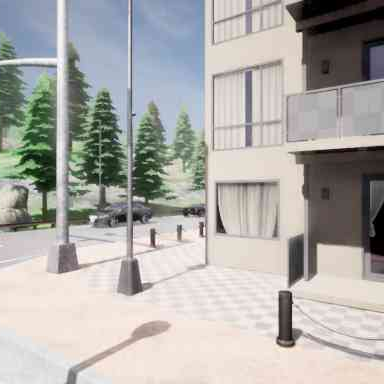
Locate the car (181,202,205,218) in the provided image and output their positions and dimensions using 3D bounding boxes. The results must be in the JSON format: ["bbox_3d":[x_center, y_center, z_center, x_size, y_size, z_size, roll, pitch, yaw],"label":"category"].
[{"bbox_3d":[1.011,1.615,31.028,1.895,1.301,4.718,0,0,35],"label":"car"}]

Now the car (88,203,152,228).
[{"bbox_3d":[-4.789,1.506,22.669,2.128,1.511,4.902,0,0,35],"label":"car"}]
